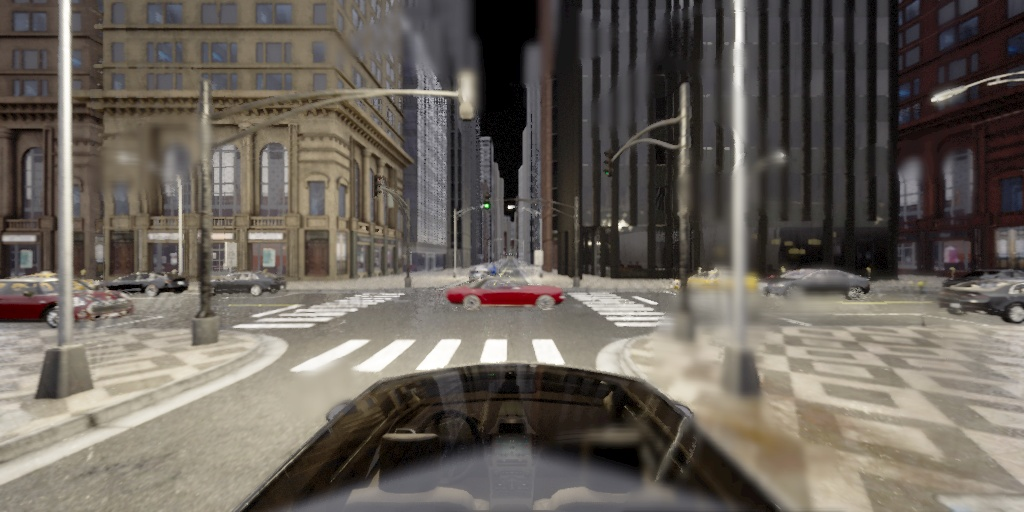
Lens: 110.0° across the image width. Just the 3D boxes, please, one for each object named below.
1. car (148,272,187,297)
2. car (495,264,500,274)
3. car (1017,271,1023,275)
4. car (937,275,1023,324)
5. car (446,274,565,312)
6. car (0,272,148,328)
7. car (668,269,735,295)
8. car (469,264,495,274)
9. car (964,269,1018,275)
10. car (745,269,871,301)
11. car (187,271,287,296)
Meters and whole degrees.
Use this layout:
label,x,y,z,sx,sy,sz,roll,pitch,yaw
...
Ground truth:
label,x,y,z,sx,sy,sz,roll,pitch,yaw
car,-21.003,1.587,20.498,4.313,1.339,1.948,0,0,0
car,-3.093,1.903,50.202,1.882,1.535,5.008,0,-1,0
car,24.722,1.421,14.901,4.674,1.442,1.812,0,0,0
car,17.158,1.463,12.112,4.403,1.370,2.007,0,0,0
car,-0.226,1.535,14.821,4.718,1.301,1.895,0,-1,0
car,-15.332,1.449,11.993,4.097,1.591,1.967,0,0,0
car,11.586,1.442,20.617,4.829,1.417,1.751,0,0,0
car,-3.100,1.707,35.052,2.128,1.511,4.902,0,-1,0
car,27.656,1.448,20.675,4.313,1.339,1.948,0,0,0
car,14.973,1.403,17.966,4.902,1.511,2.128,0,0,0
car,-15.333,1.550,20.518,4.403,1.370,2.007,0,0,0
